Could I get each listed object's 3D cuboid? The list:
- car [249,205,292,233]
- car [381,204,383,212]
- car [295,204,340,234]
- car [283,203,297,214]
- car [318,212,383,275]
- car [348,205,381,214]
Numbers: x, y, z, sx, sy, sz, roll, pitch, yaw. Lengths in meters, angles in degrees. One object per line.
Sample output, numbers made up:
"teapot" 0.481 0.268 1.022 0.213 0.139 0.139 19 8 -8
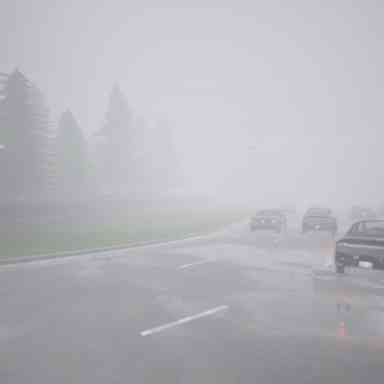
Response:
"car" 5.077 1.804 21.859 2.033 1.411 5.357 -1 -1 21
"car" 20.647 1.765 34.302 1.882 1.535 5.008 -1 -1 20
"car" 7.804 1.702 20.202 2.128 1.511 4.902 -1 -1 24
"car" 11.964 2.022 41.213 1.994 1.385 4.181 -1 -1 20
"car" 5.796 1.582 10.076 2.128 1.511 4.902 -1 -1 39
"car" 15.550 1.845 30.507 1.994 1.385 4.181 -1 -1 20
